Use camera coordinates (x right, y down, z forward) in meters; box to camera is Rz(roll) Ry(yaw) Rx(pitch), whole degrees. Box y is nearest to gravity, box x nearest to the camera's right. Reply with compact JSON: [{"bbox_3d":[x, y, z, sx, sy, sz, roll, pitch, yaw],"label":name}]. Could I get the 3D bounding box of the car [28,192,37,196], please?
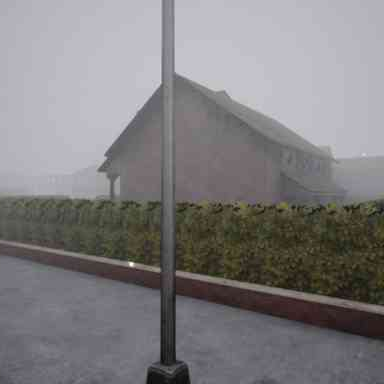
[{"bbox_3d":[-33.510,0.945,70.157,3.866,1.878,1.905,0,0,36],"label":"car"}]
